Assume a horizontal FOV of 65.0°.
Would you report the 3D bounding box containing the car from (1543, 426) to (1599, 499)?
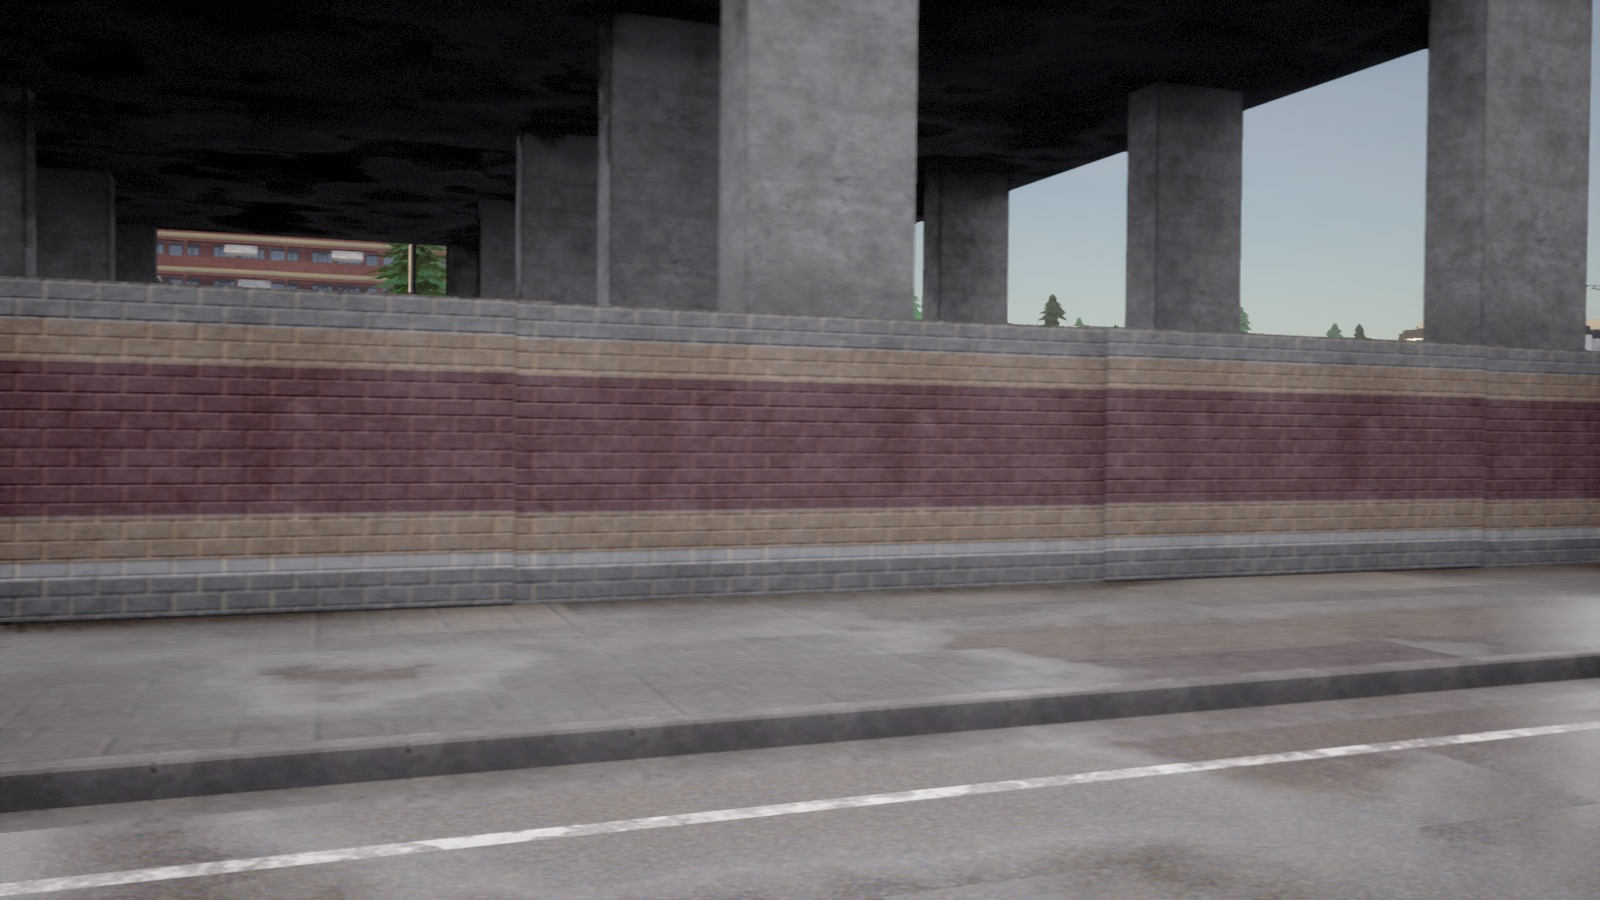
[{"bbox_3d":[16.629,0.242,23.676,1.994,1.385,4.181,-1,1,-21],"label":"car"}]
